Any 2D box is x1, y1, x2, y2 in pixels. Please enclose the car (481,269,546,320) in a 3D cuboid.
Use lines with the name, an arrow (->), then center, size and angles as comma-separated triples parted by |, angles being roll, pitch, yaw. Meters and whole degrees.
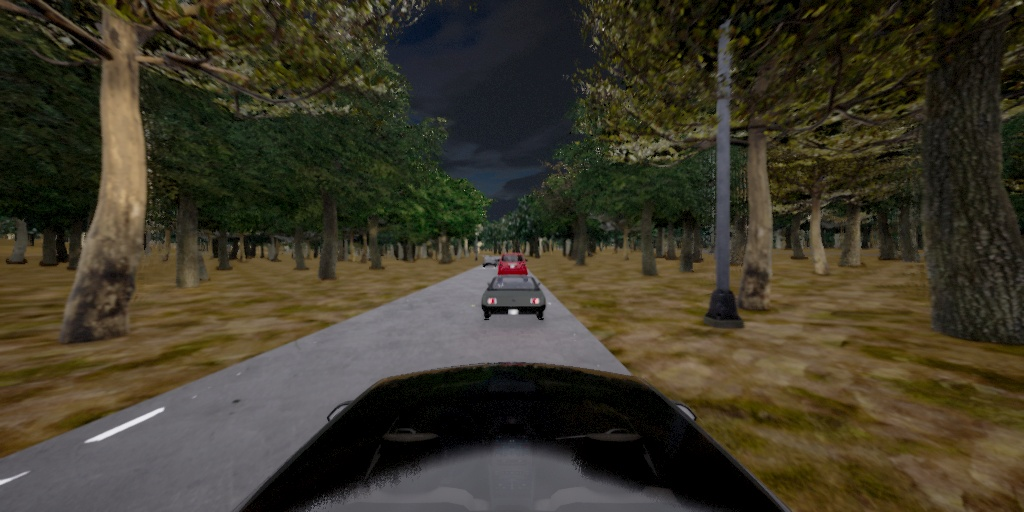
car -> 0.058, 1.283, 12.343 | 1.895, 1.301, 4.718 | 0, 0, 0

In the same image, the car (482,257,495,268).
car -> -3.099, 0.846, 50.468 | 1.837, 1.490, 4.892 | 0, 1, 0

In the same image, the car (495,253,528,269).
car -> 0.055, 0.791, 27.766 | 2.150, 2.045, 5.566 | 0, 1, 0
